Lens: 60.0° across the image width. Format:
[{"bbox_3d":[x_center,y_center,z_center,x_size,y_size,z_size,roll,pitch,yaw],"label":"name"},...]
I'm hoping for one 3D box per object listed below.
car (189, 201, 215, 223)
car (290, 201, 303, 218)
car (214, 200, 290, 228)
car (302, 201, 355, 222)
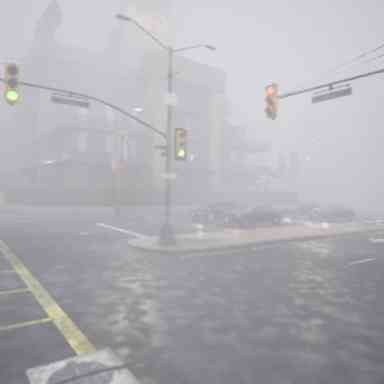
[{"bbox_3d":[2.023,1.401,24.828,4.892,1.490,1.837,1,0,-35],"label":"car"},{"bbox_3d":[9.977,1.567,30.455,5.357,1.411,2.033,1,0,-35],"label":"car"},{"bbox_3d":[4.055,1.478,21.988,4.674,1.442,1.812,1,0,-35],"label":"car"},{"bbox_3d":[11.474,1.593,27.227,4.674,1.442,1.812,1,0,-35],"label":"car"}]
